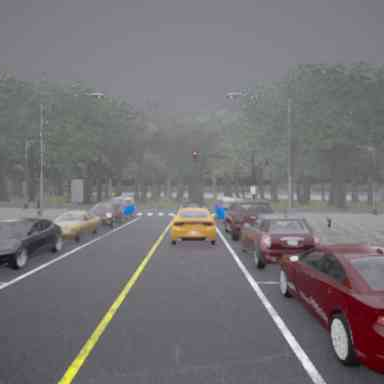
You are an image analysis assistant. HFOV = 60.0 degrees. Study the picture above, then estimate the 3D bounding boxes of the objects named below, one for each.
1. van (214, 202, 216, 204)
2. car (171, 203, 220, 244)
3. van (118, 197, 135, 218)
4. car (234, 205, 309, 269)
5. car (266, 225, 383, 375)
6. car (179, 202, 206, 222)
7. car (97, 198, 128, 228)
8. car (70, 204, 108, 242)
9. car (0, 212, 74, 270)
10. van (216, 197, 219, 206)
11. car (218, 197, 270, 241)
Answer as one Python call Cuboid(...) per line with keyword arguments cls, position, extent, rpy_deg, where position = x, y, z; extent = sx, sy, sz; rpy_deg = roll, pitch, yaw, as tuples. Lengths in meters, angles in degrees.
Cuboid(cls="van", position=(2.749, 1.299, 27.382), extent=(1.690, 1.788, 3.998), rpy_deg=(0, 0, 0))
Cuboid(cls="car", position=(0.073, 1.457, 15.677), extent=(1.882, 1.535, 5.008), rpy_deg=(0, 0, 0))
Cuboid(cls="van", position=(-5.776, 1.323, 27.379), extent=(1.690, 1.788, 3.998), rpy_deg=(0, 0, 0))
Cuboid(cls="car", position=(2.755, 1.417, 11.069), extent=(1.967, 1.590, 4.097), rpy_deg=(0, 0, 0))
Cuboid(cls="car", position=(2.758, 1.529, 5.632), extent=(1.887, 1.381, 4.507), rpy_deg=(0, 0, 0))
Cuboid(cls="car", position=(0.048, 1.531, 26.385), extent=(1.994, 1.385, 4.181), rpy_deg=(0, 0, 0))
Cuboid(cls="car", position=(-5.774, 1.428, 21.941), extent=(1.967, 1.590, 4.097), rpy_deg=(0, 0, 0))
Cuboid(cls="car", position=(-5.771, 1.520, 16.334), extent=(1.752, 1.417, 4.829), rpy_deg=(0, 0, 0))
Cuboid(cls="car", position=(-5.769, 1.567, 11.066), extent=(1.947, 1.339, 4.313), rpy_deg=(0, 0, 0))
Cuboid(cls="van", position=(2.751, 1.305, 21.944), extent=(1.690, 1.788, 3.998), rpy_deg=(0, 0, 0))
Cuboid(cls="car", position=(2.753, 1.286, 16.506), extent=(2.192, 1.841, 5.009), rpy_deg=(0, 0, 0))
